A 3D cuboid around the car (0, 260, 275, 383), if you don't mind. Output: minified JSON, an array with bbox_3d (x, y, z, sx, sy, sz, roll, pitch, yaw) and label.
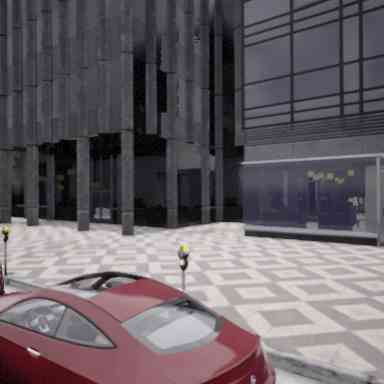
[{"bbox_3d":[-1.181,1.605,3.795,4.206,1.307,1.802,-1,0,35],"label":"car"}]
